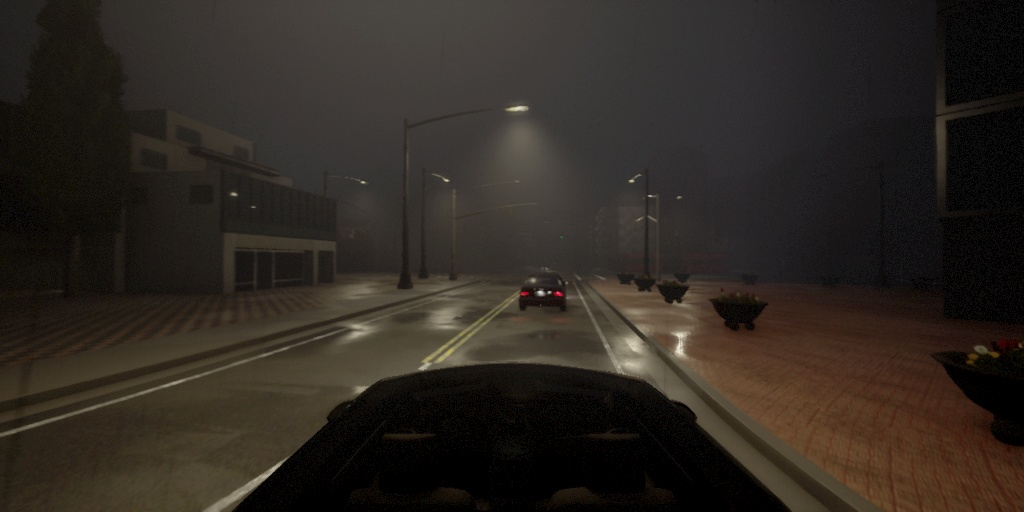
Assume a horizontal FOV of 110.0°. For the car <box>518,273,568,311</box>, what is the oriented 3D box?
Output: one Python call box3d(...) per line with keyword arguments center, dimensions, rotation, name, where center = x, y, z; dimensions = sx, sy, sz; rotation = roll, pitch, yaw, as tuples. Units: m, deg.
box3d(center=(1.392, 1.429, 15.288), dimensions=(2.033, 1.411, 5.357), rotation=(0, -1, 8), name="car")
